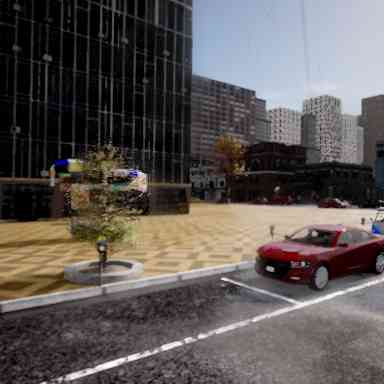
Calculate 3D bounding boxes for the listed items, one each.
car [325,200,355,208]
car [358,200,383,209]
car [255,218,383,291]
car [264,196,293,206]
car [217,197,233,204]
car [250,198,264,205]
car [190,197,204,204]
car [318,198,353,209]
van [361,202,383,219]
[{"bbox_3d":[24.191,1.949,54.502,1.802,1.307,4.206,1,-1,-35],"label":"car"},{"bbox_3d":[27.312,1.907,49.997,1.947,1.339,4.313,1,-1,-35],"label":"car"},{"bbox_3d":[3.678,1.576,9.128,4.507,1.381,1.887,0,1,-35],"label":"car"},{"bbox_3d":[17.190,1.741,64.536,2.192,1.841,5.009,1,-1,-35],"label":"car"},{"bbox_3d":[7.638,1.946,78.175,1.967,1.590,4.097,1,-1,-35],"label":"car"},{"bbox_3d":[14.001,1.892,69.080,1.967,1.590,4.097,1,-1,-35],"label":"car"},{"bbox_3d":[0.847,1.883,73.262,1.752,1.417,4.829,1,-1,-35],"label":"car"},{"bbox_3d":[19.609,1.634,45.951,1.967,1.590,4.097,1,-1,-35],"label":"car"},{"bbox_3d":[8.277,1.392,12.404,3.998,1.788,1.690,0,1,-35],"label":"van"}]
